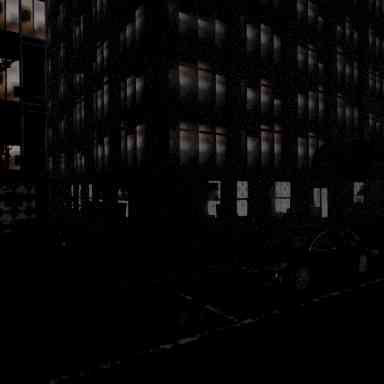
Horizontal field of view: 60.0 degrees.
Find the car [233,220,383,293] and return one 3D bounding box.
[{"bbox_3d":[3.023,1.549,8.719,4.403,1.369,2.008,0,-1,-35],"label":"car"}]
